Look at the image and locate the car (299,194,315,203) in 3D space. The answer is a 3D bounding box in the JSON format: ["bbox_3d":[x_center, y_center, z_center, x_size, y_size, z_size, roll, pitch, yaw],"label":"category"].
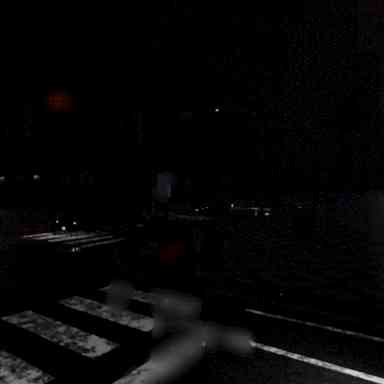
[{"bbox_3d":[17.836,0.960,50.472,1.895,1.301,4.718,0,1,36],"label":"car"}]

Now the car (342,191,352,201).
[{"bbox_3d":[25.386,0.666,55.705,1.882,1.535,5.008,0,1,36],"label":"car"}]

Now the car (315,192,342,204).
[{"bbox_3d":[19.503,0.827,47.477,1.837,1.490,4.892,0,1,36],"label":"car"}]

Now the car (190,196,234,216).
[{"bbox_3d":[1.786,1.165,28.184,1.837,1.490,4.892,0,1,36],"label":"car"}]

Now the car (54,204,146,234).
[{"bbox_3d":[-4.870,1.364,18.601,2.033,1.411,5.357,0,1,33],"label":"car"}]

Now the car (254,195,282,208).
[{"bbox_3d":[8.628,1.067,37.736,1.994,1.385,4.181,0,1,36],"label":"car"}]
